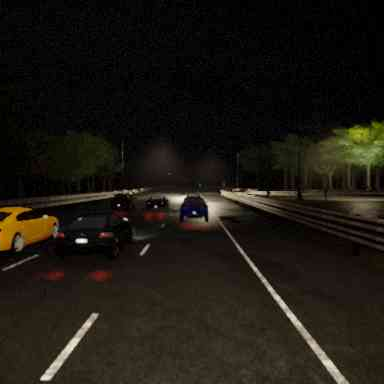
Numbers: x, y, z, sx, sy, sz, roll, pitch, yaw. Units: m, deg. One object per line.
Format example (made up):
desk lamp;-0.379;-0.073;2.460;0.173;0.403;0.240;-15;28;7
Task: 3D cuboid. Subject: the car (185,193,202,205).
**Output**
car;0.189;0.850;41.380;1.895;1.301;4.718;0;1;0

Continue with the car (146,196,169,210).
car;-3.331;1.030;32.960;1.895;1.301;4.718;0;1;0

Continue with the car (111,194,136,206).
car;-6.828;0.925;33.395;1.837;1.490;4.892;0;1;0

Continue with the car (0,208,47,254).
car;-6.874;1.334;12.814;1.882;1.535;5.008;0;1;0

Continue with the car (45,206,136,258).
car;-3.377;1.431;12.182;1.994;1.385;4.181;0;1;0

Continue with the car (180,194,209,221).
car;0.151;1.109;23.487;1.882;1.535;5.008;0;1;0
